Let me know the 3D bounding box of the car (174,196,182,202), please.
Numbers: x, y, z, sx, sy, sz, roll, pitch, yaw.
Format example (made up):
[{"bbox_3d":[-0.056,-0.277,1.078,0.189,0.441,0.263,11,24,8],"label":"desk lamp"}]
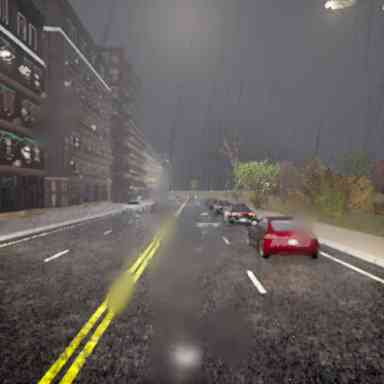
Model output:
[{"bbox_3d":[-3.258,1.653,76.420,1.812,1.442,4.674,0,0,0],"label":"car"}]

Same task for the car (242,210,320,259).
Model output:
[{"bbox_3d":[3.342,1.615,12.910,1.994,1.385,4.181,0,0,1],"label":"car"}]

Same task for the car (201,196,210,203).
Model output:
[{"bbox_3d":[3.242,1.787,78.533,1.882,1.535,5.008,0,0,0],"label":"car"}]

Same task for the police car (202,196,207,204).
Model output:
[{"bbox_3d":[3.244,1.649,56.642,1.930,1.638,5.238,0,0,0],"label":"police car"}]

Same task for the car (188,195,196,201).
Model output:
[{"bbox_3d":[-0.009,1.705,89.079,2.033,1.411,5.357,0,0,0],"label":"car"}]

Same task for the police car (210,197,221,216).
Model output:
[{"bbox_3d":[3.247,1.642,34.532,2.038,1.542,4.974,0,0,0],"label":"police car"}]

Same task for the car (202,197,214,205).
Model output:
[{"bbox_3d":[3.243,1.759,67.532,2.128,1.511,4.902,0,0,0],"label":"car"}]

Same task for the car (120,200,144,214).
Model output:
[{"bbox_3d":[-6.589,1.674,37.329,1.812,1.442,4.674,0,0,0],"label":"car"}]

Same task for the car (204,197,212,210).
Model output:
[{"bbox_3d":[3.245,1.684,45.561,2.163,1.488,4.792,0,0,0],"label":"car"}]

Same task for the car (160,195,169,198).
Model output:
[{"bbox_3d":[-6.508,1.404,78.875,1.882,1.535,5.008,0,0,0],"label":"car"}]

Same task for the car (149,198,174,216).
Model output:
[{"bbox_3d":[-3.345,1.687,35.260,2.033,1.411,5.357,0,0,0],"label":"car"}]

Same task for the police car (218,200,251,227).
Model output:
[{"bbox_3d":[3.247,1.598,23.531,2.038,1.542,4.974,0,0,0],"label":"police car"}]
